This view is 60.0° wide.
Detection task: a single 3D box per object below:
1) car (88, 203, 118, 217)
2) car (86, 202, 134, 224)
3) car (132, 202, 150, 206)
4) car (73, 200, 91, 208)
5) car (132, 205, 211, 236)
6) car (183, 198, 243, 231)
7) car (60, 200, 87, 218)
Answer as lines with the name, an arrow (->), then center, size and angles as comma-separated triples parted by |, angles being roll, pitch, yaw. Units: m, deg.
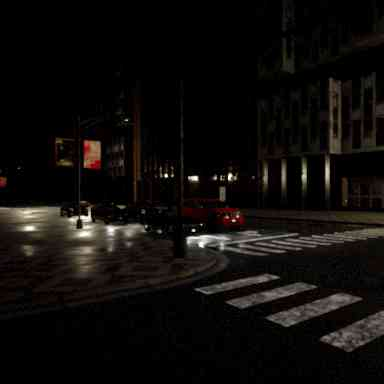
car -> -10.421, 2.015, 38.736 | 1.812, 1.442, 4.674 | 0, -1, -35
car -> -7.154, 1.848, 28.582 | 1.882, 1.535, 5.008 | 0, -1, -36
car -> -4.635, 1.707, 30.653 | 2.097, 1.767, 4.553 | 0, -1, -36
car -> -22.026, 2.393, 66.421 | 2.033, 1.411, 5.357 | 0, -1, -36
car -> -1.461, 1.786, 20.632 | 2.033, 1.411, 5.357 | 0, -1, -36
car -> 1.023, 1.446, 22.790 | 2.150, 2.045, 5.566 | 0, -1, -34
car -> -13.067, 1.860, 36.851 | 2.097, 1.767, 4.553 | 0, -1, -36
